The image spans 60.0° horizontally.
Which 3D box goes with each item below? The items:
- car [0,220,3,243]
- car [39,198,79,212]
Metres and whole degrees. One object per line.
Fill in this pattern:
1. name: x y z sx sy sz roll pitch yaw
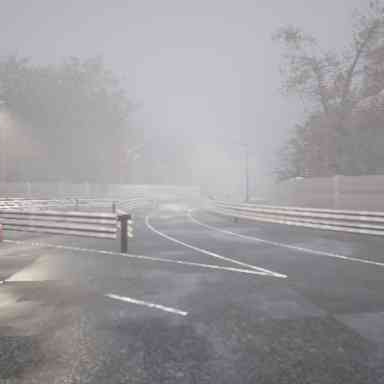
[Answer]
1. car: -9.983 1.300 13.656 4.553 1.767 2.097 0 1 27
2. car: -14.772 1.394 36.952 4.181 1.385 1.994 0 0 -40
